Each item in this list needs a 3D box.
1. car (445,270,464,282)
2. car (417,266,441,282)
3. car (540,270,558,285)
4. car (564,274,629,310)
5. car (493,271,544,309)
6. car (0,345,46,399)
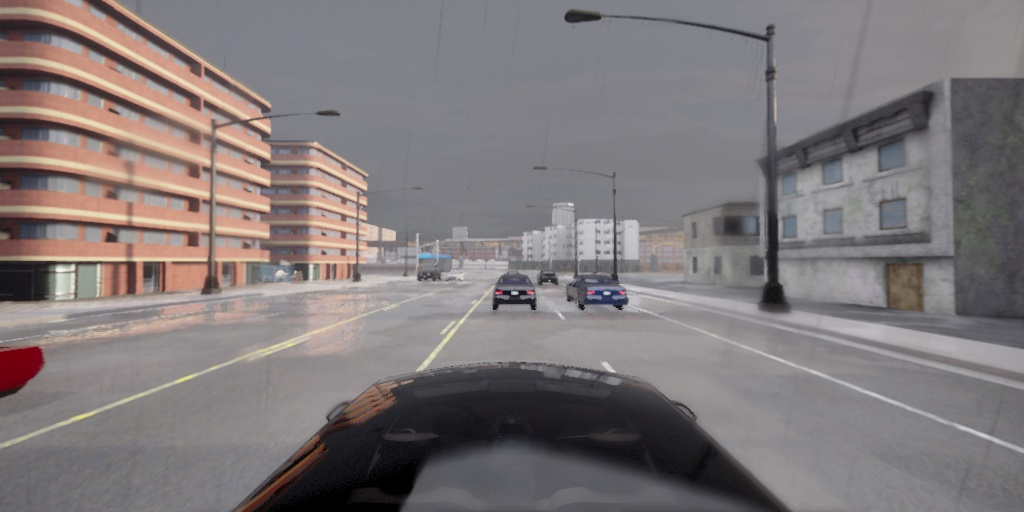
[{"bbox_3d":[-7.082,2.513,44.781,1.812,1.442,4.674,0,-2,0],"label":"car"},{"bbox_3d":[-10.581,2.262,46.243,2.150,2.045,5.566,0,-2,0],"label":"car"},{"bbox_3d":[3.605,2.214,36.984,1.837,1.490,4.892,0,-2,0],"label":"car"},{"bbox_3d":[3.603,1.535,16.124,2.033,1.411,5.357,0,-2,0],"label":"car"},{"bbox_3d":[0.103,1.536,16.167,2.033,1.411,5.357,0,-2,0],"label":"car"},{"bbox_3d":[-7.100,1.356,2.444,1.895,1.301,4.718,0,0,0],"label":"car"}]
